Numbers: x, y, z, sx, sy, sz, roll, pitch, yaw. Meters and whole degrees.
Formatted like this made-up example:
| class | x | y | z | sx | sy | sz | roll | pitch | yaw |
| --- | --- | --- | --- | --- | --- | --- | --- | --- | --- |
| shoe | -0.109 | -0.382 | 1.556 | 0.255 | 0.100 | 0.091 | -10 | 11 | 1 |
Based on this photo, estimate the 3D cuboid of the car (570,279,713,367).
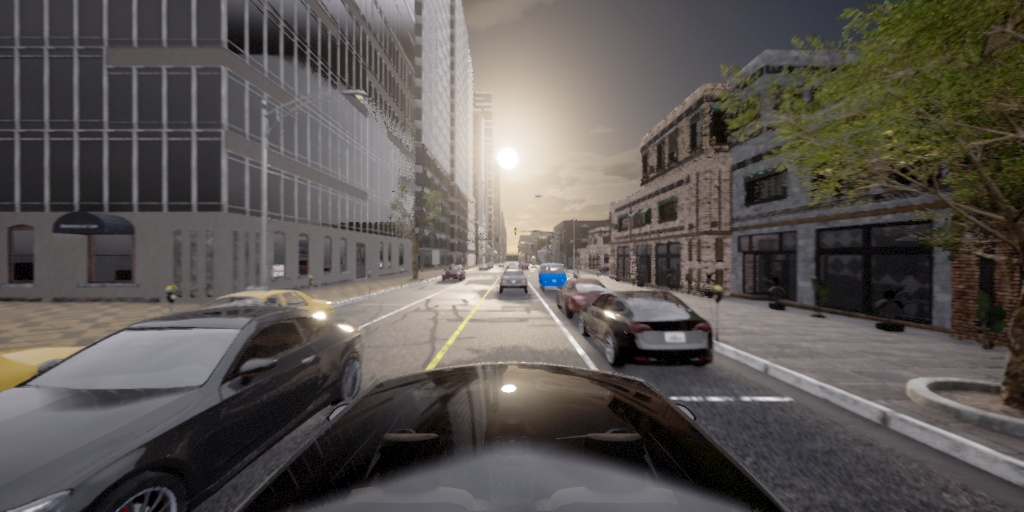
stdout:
| class | x | y | z | sx | sy | sz | roll | pitch | yaw |
| --- | --- | --- | --- | --- | --- | --- | --- | --- | --- |
| car | 2.687 | 1.396 | 7.955 | 1.948 | 1.339 | 4.313 | 0 | 0 | 0 |

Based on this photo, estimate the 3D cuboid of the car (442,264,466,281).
| class | x | y | z | sx | sy | sz | roll | pitch | yaw |
| --- | --- | --- | --- | --- | --- | --- | --- | --- | --- |
| car | -5.699 | 1.626 | 35.638 | 1.967 | 1.591 | 4.097 | 0 | 0 | 0 |

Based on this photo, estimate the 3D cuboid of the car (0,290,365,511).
| class | x | y | z | sx | sy | sz | roll | pitch | yaw |
| --- | --- | --- | --- | --- | --- | --- | --- | --- | --- |
| car | -3.101 | 1.301 | 3.656 | 1.812 | 1.442 | 4.674 | 0 | -1 | 0 |

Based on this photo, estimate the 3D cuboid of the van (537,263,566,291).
| class | x | y | z | sx | sy | sz | roll | pitch | yaw |
| --- | --- | --- | --- | --- | --- | --- | --- | --- | --- |
| van | 2.685 | 1.384 | 24.557 | 1.690 | 1.789 | 3.998 | 0 | 0 | 0 |

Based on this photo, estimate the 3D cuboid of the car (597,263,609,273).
| class | x | y | z | sx | sy | sz | roll | pitch | yaw |
| --- | --- | --- | --- | --- | --- | --- | --- | --- | --- |
| car | 16.506 | 1.907 | 58.893 | 5.009 | 1.841 | 2.192 | 0 | 0 | 1 |

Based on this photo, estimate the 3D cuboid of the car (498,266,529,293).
| class | x | y | z | sx | sy | sz | roll | pitch | yaw |
| --- | --- | --- | --- | --- | --- | --- | --- | --- | --- |
| car | 0.095 | 1.578 | 23.515 | 2.033 | 1.411 | 5.357 | 0 | -1 | 0 |

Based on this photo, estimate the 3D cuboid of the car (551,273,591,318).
| class | x | y | z | sx | sy | sz | roll | pitch | yaw |
| --- | --- | --- | --- | --- | --- | --- | --- | --- | --- |
| car | 2.686 | 1.483 | 13.489 | 1.802 | 1.307 | 4.207 | 0 | 0 | 0 |

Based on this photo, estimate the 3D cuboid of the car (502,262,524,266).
| class | x | y | z | sx | sy | sz | roll | pitch | yaw |
| --- | --- | --- | --- | --- | --- | --- | --- | --- | --- |
| car | 0.090 | 1.734 | 41.112 | 1.882 | 1.535 | 5.008 | 0 | -1 | 0 |

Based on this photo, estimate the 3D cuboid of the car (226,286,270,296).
| class | x | y | z | sx | sy | sz | roll | pitch | yaw |
| --- | --- | --- | --- | --- | --- | --- | --- | --- | --- |
| car | -5.693 | 1.356 | 7.795 | 1.751 | 1.417 | 4.829 | 0 | 0 | 0 |
